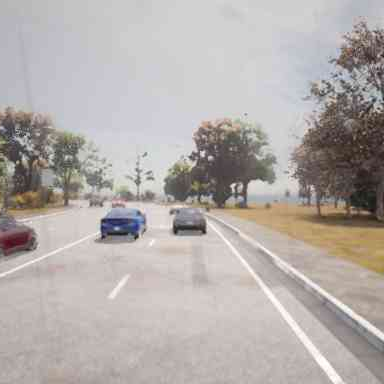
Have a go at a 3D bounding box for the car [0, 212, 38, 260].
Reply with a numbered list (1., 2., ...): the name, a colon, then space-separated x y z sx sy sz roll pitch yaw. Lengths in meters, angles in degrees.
1. car: -7.186 1.636 11.744 1.994 1.385 4.181 0 0 -1

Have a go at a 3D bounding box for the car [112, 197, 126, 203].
1. car: -11.993 1.677 54.317 2.097 1.767 4.553 0 0 -15

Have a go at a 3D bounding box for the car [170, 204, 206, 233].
1. car: -0.193 1.691 20.602 1.994 1.385 4.181 0 0 -2

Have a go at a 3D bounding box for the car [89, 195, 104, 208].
1. car: -16.211 1.552 56.601 2.150 2.045 5.566 0 0 -16

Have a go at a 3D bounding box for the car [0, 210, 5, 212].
1. car: -10.783 1.594 16.696 2.128 1.511 4.902 0 0 -2

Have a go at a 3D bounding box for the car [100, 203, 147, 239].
1. car: -3.605 1.589 18.147 1.882 1.535 5.008 0 0 -2

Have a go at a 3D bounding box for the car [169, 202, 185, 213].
1. car: -1.619 1.841 38.723 1.895 1.301 4.718 0 0 -7
